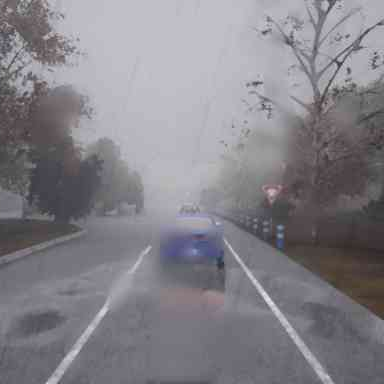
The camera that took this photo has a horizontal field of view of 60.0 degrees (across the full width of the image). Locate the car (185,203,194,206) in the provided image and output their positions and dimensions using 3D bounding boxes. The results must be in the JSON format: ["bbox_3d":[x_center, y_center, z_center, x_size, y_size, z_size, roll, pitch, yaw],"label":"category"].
[{"bbox_3d":[-0.151,1.945,31.520,1.895,1.301,4.718,0,-2,0],"label":"car"}]

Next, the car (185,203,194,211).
[{"bbox_3d":[-0.529,2.989,66.827,1.812,1.442,4.674,0,-2,0],"label":"car"}]

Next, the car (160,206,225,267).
[{"bbox_3d":[-0.020,1.464,11.397,1.882,1.535,5.008,0,0,-1],"label":"car"}]
